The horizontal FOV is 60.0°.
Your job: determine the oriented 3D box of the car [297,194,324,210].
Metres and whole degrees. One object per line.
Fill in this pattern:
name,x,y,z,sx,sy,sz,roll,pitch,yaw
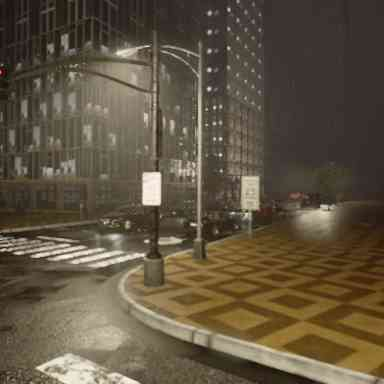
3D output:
car,15.318,1.413,43.006,1.967,1.590,4.097,1,1,30

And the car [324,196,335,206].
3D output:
car,21.087,1.444,52.922,1.752,1.417,4.829,1,1,30

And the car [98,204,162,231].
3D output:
car,-3.874,1.564,21.549,1.837,1.490,4.892,1,1,30

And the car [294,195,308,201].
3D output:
car,25.057,1.300,76.411,2.008,1.369,4.403,1,1,30

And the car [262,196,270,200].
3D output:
car,10.839,1.322,51.970,1.967,1.590,4.097,1,1,30

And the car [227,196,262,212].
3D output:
car,6.225,1.491,38.895,1.812,1.442,4.674,1,1,31

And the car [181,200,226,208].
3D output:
car,1.123,1.577,30.146,1.994,1.385,4.181,1,1,30

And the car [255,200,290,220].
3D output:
car,6.792,1.634,28.354,1.802,1.307,4.206,1,1,30

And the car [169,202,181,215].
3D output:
car,-0.538,1.553,32.420,1.947,1.339,4.313,1,1,30

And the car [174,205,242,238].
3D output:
car,1.108,1.671,18.585,1.947,1.339,4.313,1,1,30

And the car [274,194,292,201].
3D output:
car,16.526,1.373,61.747,1.887,1.381,4.507,1,1,30

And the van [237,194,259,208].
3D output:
van,7.995,1.249,47.081,1.690,1.788,3.998,1,1,30

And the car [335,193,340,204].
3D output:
car,23.844,1.333,57.659,1.967,1.590,4.097,1,1,30

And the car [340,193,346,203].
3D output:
car,29.527,1.423,67.429,1.802,1.307,4.206,1,1,30

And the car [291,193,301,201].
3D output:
car,22.215,1.091,71.520,2.192,1.841,5.009,1,1,30

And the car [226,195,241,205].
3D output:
car,5.151,1.375,42.195,1.967,1.590,4.097,1,1,30

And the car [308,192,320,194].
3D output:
car,21.804,1.093,59.276,2.150,2.045,5.566,1,1,29
